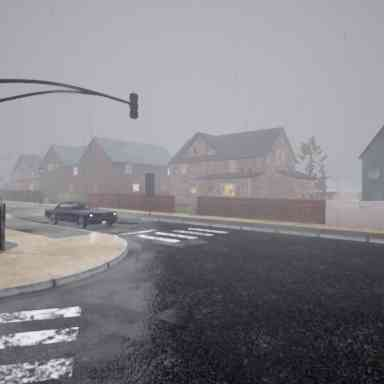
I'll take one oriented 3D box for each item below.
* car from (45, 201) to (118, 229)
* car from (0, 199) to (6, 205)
[{"bbox_3d":[-6.209,1.210,18.522,4.718,1.301,1.895,1,1,40],"label":"car"},{"bbox_3d":[-16.902,0.904,27.245,4.892,1.490,1.837,1,1,39],"label":"car"}]
